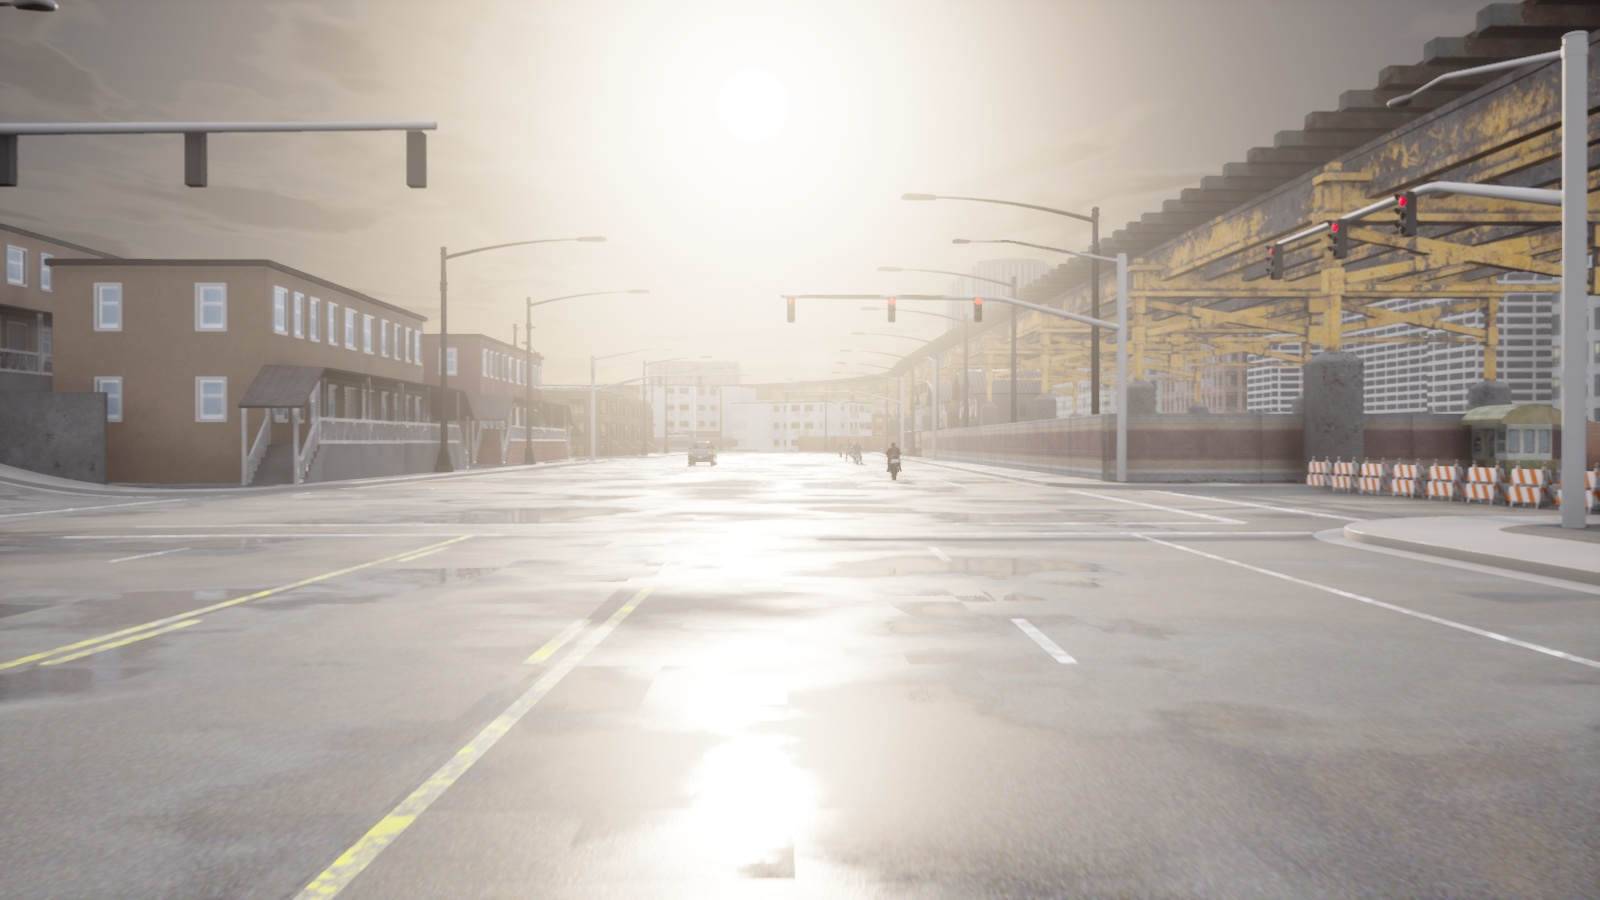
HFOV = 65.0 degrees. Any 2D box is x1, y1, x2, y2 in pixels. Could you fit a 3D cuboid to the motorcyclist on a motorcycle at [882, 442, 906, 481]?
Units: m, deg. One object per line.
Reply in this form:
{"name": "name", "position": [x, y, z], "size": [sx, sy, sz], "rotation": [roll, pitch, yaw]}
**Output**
{"name": "motorcyclist on a motorcycle", "position": [3.798, 0.445, 50.857], "size": [0.797, 1.523, 2.044], "rotation": [0, 0, 0]}

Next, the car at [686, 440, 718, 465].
{"name": "car", "position": [-6.520, 0.167, 83.885], "size": [1.851, 1.617, 3.988], "rotation": [0, 0, 0]}
